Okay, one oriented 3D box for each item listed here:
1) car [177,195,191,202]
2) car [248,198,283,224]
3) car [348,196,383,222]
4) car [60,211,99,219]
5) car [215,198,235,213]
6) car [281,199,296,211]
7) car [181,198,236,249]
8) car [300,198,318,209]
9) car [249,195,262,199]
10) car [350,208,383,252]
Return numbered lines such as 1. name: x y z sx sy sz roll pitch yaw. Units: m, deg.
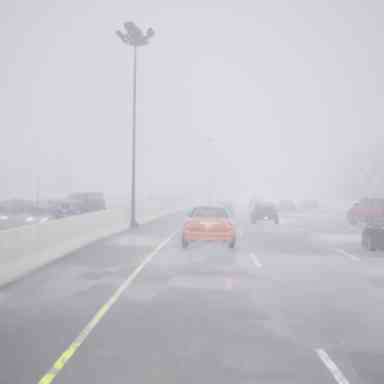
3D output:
1. car: -1.542 1.256 66.671 1.994 1.385 4.181 1 0 11
2. car: 5.321 1.475 24.840 1.837 1.490 4.892 0 0 8
3. car: 11.901 1.297 21.222 2.150 2.045 5.566 1 0 7
4. car: -8.749 0.994 26.487 2.150 2.045 5.566 1 0 8
5. car: 3.701 1.426 36.651 1.812 1.442 4.674 1 0 10
6. car: 11.619 1.553 41.040 1.994 1.385 4.181 1 0 10
7. car: 0.770 1.302 14.575 2.097 1.767 4.553 1 0 4
8. car: 15.979 1.523 45.419 2.128 1.511 4.902 1 0 10
9. car: 9.856 1.278 50.774 2.097 1.767 4.553 1 0 11
10. car: 7.490 1.547 11.117 2.128 1.511 4.902 1 0 3
